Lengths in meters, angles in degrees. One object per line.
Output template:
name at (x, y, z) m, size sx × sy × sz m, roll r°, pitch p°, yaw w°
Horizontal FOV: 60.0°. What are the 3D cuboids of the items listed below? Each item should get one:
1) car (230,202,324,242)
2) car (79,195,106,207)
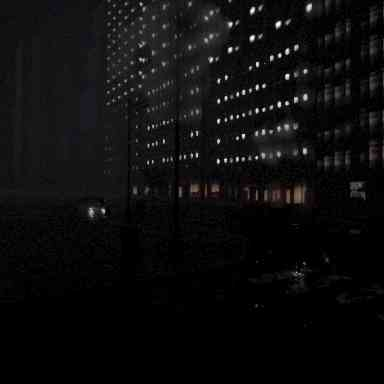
car at (3.846, 1.291, 15.822) m, size 1.882 × 1.535 × 5.008 m, roll 1°, pitch 1°, yaw -30°
car at (-11.500, 0.954, 38.394) m, size 1.895 × 1.301 × 4.718 m, roll 1°, pitch 1°, yaw -35°
